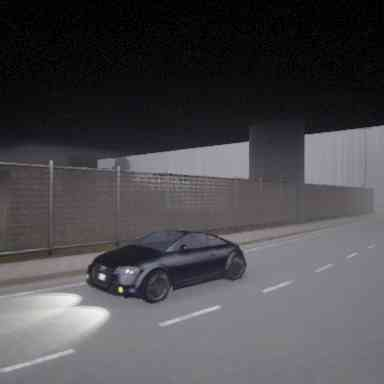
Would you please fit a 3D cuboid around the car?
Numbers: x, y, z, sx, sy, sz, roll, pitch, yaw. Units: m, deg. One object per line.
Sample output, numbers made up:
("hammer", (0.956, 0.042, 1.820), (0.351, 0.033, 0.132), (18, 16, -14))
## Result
("car", (-0.473, 1.658, 8.508), (4.181, 1.385, 1.994), (1, -1, -43))
